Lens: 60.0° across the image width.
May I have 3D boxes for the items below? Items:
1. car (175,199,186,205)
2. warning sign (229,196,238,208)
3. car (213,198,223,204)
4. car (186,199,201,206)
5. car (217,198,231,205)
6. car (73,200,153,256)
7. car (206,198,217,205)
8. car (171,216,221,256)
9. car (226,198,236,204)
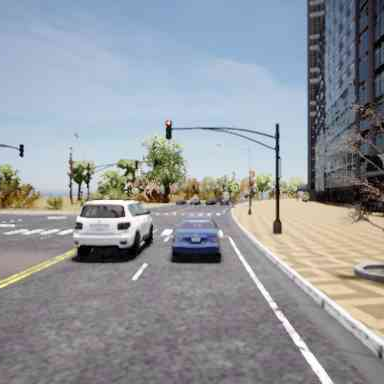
[{"bbox_3d":[-2.442,2.272,74.649,1.994,1.385,4.181,0,-1,11],"label":"car"},{"bbox_3d":[6.825,1.646,54.561,1.300,1.860,1.060,0,0,9],"label":"warning sign"},{"bbox_3d":[6.892,2.224,86.835,1.812,1.442,4.674,0,-1,14],"label":"car"},{"bbox_3d":[0.731,2.256,73.945,2.033,1.411,5.357,0,-1,11],"label":"car"},{"bbox_3d":[7.550,2.252,74.891,2.128,1.511,4.902,0,-1,12],"label":"car"},{"bbox_3d":[-3.037,1.348,13.905,2.150,2.045,5.566,0,0,2],"label":"car"},{"bbox_3d":[4.360,2.280,75.509,1.994,1.385,4.181,0,-1,12],"label":"car"},{"bbox_3d":[0.212,1.679,13.751,2.033,1.411,5.357,0,-1,2],"label":"car"},{"bbox_3d":[10.154,2.219,86.493,1.837,1.490,4.892,0,-1,14],"label":"car"}]
